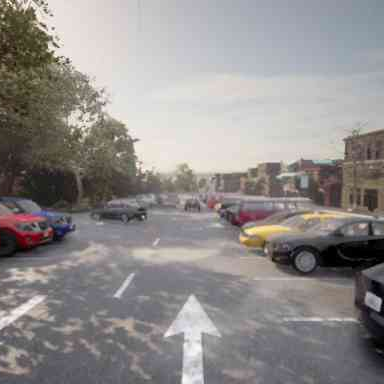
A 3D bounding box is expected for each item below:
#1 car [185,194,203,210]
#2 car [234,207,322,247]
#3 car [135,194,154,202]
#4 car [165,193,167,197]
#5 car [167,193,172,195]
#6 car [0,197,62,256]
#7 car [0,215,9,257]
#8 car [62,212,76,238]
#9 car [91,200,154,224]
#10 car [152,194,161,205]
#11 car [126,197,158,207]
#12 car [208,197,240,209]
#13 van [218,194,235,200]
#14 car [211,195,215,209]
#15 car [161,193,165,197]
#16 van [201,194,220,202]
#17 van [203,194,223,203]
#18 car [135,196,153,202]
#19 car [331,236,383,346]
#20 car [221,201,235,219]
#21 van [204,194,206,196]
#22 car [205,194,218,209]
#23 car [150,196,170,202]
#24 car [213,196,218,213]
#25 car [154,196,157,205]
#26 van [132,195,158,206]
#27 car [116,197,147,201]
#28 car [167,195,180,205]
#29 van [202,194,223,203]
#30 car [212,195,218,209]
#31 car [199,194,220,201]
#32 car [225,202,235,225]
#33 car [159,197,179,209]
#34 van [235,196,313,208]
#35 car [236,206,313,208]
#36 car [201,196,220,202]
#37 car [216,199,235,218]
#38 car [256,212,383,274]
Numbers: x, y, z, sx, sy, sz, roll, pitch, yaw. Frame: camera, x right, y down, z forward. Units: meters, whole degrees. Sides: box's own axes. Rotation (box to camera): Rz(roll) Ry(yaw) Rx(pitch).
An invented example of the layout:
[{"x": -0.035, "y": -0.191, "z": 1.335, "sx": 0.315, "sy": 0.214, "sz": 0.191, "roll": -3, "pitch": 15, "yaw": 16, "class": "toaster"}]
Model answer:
[{"x": 0.077, "y": 1.548, "z": 46.123, "sx": 2.097, "sy": 1.767, "sz": 4.553, "roll": 0, "pitch": 0, "yaw": 0, "class": "car"}, {"x": 4.553, "y": 1.516, "z": 12.891, "sx": 5.366, "sy": 1.575, "sz": 1.946, "roll": 0, "pitch": 0, "yaw": 0, "class": "car"}, {"x": -8.390, "y": 1.562, "z": 48.873, "sx": 4.553, "sy": 1.767, "sz": 2.185, "roll": 0, "pitch": 0, "yaw": 0, "class": "car"}, {"x": -8.339, "y": 1.510, "z": 65.530, "sx": 5.566, "sy": 2.045, "sz": 2.435, "roll": 0, "pitch": 0, "yaw": 0, "class": "car"}, {"x": -8.347, "y": 1.499, "z": 82.188, "sx": 5.566, "sy": 2.045, "sz": 2.435, "roll": 0, "pitch": 0, "yaw": 0, "class": "car"}, {"x": -8.311, "y": 1.266, "z": 12.662, "sx": 5.566, "sy": 2.045, "sz": 2.435, "roll": 0, "pitch": 0, "yaw": 0, "class": "car"}, {"x": -8.337, "y": 1.545, "z": 9.753, "sx": 4.674, "sy": 1.452, "sz": 2.002, "roll": 0, "pitch": 0, "yaw": 0, "class": "car"}, {"x": -8.314, "y": 1.278, "z": 15.324, "sx": 5.566, "sy": 2.045, "sz": 2.435, "roll": 0, "pitch": 0, "yaw": 0, "class": "car"}, {"x": -5.746, "y": 1.605, "z": 25.957, "sx": 4.892, "sy": 1.490, "sz": 1.837, "roll": 0, "pitch": -3, "yaw": 30, "class": "car"}, {"x": -8.390, "y": 1.463, "z": 54.426, "sx": 5.566, "sy": 2.045, "sz": 2.435, "roll": 0, "pitch": 0, "yaw": 0, "class": "car"}, {"x": -8.549, "y": 1.724, "z": 57.201, "sx": 5.366, "sy": 1.575, "sz": 1.946, "roll": 0, "pitch": 0, "yaw": 0, "class": "car"}, {"x": 4.690, "y": 1.565, "z": 49.334, "sx": 4.553, "sy": 1.767, "sz": 2.185, "roll": 0, "pitch": 0, "yaw": 0, "class": "car"}, {"x": 4.847, "y": 1.372, "z": 29.712, "sx": 4.442, "sy": 1.987, "sz": 1.878, "roll": 0, "pitch": 0, "yaw": 0, "class": "van"}, {"x": 4.758, "y": 1.512, "z": 38.121, "sx": 4.553, "sy": 1.767, "sz": 2.185, "roll": 0, "pitch": 0, "yaw": 0, "class": "car"}, {"x": -8.394, "y": 1.502, "z": 62.753, "sx": 5.566, "sy": 2.045, "sz": 2.435, "roll": 0, "pitch": 0, "yaw": 0, "class": "car"}, {"x": 4.587, "y": 1.523, "z": 82.982, "sx": 4.442, "sy": 1.987, "sz": 1.878, "roll": 0, "pitch": 0, "yaw": 0, "class": "van"}, {"x": 4.823, "y": 1.539, "z": 77.371, "sx": 4.442, "sy": 1.987, "sz": 1.878, "roll": 0, "pitch": 0, "yaw": 0, "class": "van"}, {"x": -8.171, "y": 1.659, "z": 43.323, "sx": 5.366, "sy": 1.575, "sz": 1.946, "roll": 0, "pitch": 0, "yaw": 0, "class": "car"}, {"x": 4.772, "y": 1.519, "z": 4.483, "sx": 4.792, "sy": 1.488, "sz": 2.163, "roll": 0, "pitch": 0, "yaw": 0, "class": "car"}, {"x": 4.763, "y": 1.601, "z": 24.104, "sx": 4.792, "sy": 1.488, "sz": 2.163, "roll": 0, "pitch": 0, "yaw": 0, "class": "car"}, {"x": 4.601, "y": 1.491, "z": 54.941, "sx": 4.442, "sy": 1.987, "sz": 1.878, "roll": 0, "pitch": 0, "yaw": 0, "class": "van"}, {"x": 4.753, "y": 1.400, "z": 40.925, "sx": 5.566, "sy": 2.045, "sz": 2.435, "roll": 0, "pitch": 0, "yaw": 0, "class": "car"}, {"x": -8.383, "y": 1.733, "z": 87.740, "sx": 5.008, "sy": 1.535, "sz": 2.097, "roll": 0, "pitch": 0, "yaw": 0, "class": "car"}, {"x": 4.698, "y": 1.486, "z": 32.514, "sx": 4.553, "sy": 1.767, "sz": 2.185, "roll": 0, "pitch": 0, "yaw": 0, "class": "car"}, {"x": -8.331, "y": 1.731, "z": 51.650, "sx": 4.792, "sy": 1.488, "sz": 2.163, "roll": 0, "pitch": 0, "yaw": 0, "class": "car"}, {"x": -8.481, "y": 1.515, "z": 59.977, "sx": 4.442, "sy": 1.987, "sz": 1.878, "roll": 0, "pitch": 0, "yaw": 0, "class": "van"}, {"x": -8.360, "y": 1.650, "z": 40.546, "sx": 4.892, "sy": 1.521, "sz": 2.231, "roll": 0, "pitch": 0, "yaw": 0, "class": "car"}, {"x": -3.299, "y": 1.842, "z": 64.931, "sx": 1.994, "sy": 1.385, "sz": 4.181, "roll": 0, "pitch": 0, "yaw": 0, "class": "car"}, {"x": 4.592, "y": 1.543, "z": 74.570, "sx": 4.442, "sy": 1.987, "sz": 1.878, "roll": 0, "pitch": 0, "yaw": 0, "class": "van"}, {"x": 4.759, "y": 1.499, "z": 35.318, "sx": 4.553, "sy": 1.767, "sz": 2.185, "roll": 0, "pitch": 0, "yaw": 0, "class": "car"}, {"x": 4.728, "y": 1.471, "z": 91.392, "sx": 5.566, "sy": 2.045, "sz": 2.435, "roll": 0, "pitch": 0, "yaw": 0, "class": "car"}, {"x": 4.764, "y": 1.588, "z": 21.301, "sx": 4.792, "sy": 1.488, "sz": 2.163, "roll": 0, "pitch": 0, "yaw": 0, "class": "car"}, {"x": -3.356, "y": 1.809, "z": 48.790, "sx": 1.895, "sy": 1.301, "sz": 4.718, "roll": 0, "pitch": 0, "yaw": 0, "class": "car"}, {"x": 4.853, "y": 1.319, "z": 18.499, "sx": 4.442, "sy": 1.987, "sz": 1.878, "roll": 0, "pitch": 0, "yaw": 0, "class": "van"}, {"x": 4.708, "y": 1.562, "z": 15.694, "sx": 4.792, "sy": 1.488, "sz": 2.163, "roll": 0, "pitch": 0, "yaw": 0, "class": "car"}, {"x": 4.700, "y": 1.780, "z": 85.786, "sx": 4.674, "sy": 1.452, "sz": 2.002, "roll": 0, "pitch": 0, "yaw": 0, "class": "car"}, {"x": 4.737, "y": 1.585, "z": 26.908, "sx": 5.008, "sy": 1.535, "sz": 2.097, "roll": 0, "pitch": 0, "yaw": 0, "class": "car"}, {"x": 4.746, "y": 1.507, "z": 10.091, "sx": 5.008, "sy": 1.535, "sz": 2.097, "roll": 0, "pitch": 0, "yaw": 0, "class": "car"}]
